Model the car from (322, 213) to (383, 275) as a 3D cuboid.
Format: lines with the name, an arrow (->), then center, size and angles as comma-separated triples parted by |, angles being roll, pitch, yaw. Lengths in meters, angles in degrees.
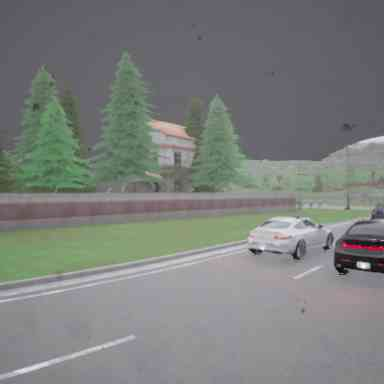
car -> 5.826, 1.578, 9.919 | 1.837, 1.490, 4.892 | -1, -1, 42

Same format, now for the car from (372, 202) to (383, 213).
car -> 16.262, 1.545, 27.159 | 2.097, 1.767, 4.553 | -1, -1, 41

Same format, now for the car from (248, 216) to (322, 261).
car -> 3.923, 1.659, 12.968 | 1.812, 1.442, 4.674 | -1, -1, 42
